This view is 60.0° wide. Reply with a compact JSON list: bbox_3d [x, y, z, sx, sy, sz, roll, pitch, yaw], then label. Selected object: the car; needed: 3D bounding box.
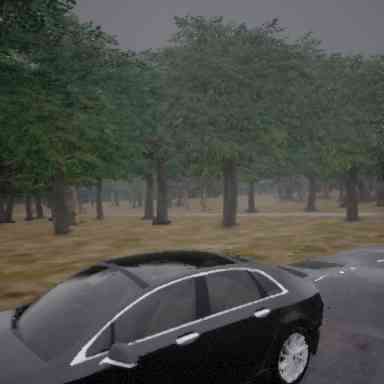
[{"bbox_3d":[-0.507,1.497,3.669,4.892,1.490,1.837,0,0,-36],"label":"car"}]
